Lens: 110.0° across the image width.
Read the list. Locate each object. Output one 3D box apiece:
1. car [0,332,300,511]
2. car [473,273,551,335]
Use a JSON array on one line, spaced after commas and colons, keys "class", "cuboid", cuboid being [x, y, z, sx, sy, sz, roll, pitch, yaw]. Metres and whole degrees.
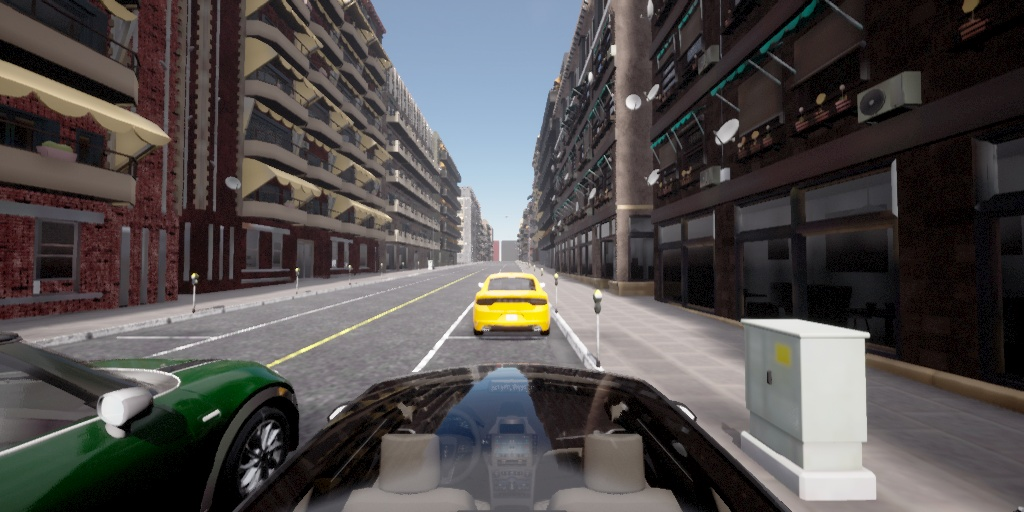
[{"class": "car", "cuboid": [-3.020, 1.096, 1.471, 2.097, 1.767, 4.553, 0, 0, 0]}, {"class": "car", "cuboid": [-0.006, 1.223, 10.503, 1.882, 1.535, 5.008, 0, 0, 0]}]
